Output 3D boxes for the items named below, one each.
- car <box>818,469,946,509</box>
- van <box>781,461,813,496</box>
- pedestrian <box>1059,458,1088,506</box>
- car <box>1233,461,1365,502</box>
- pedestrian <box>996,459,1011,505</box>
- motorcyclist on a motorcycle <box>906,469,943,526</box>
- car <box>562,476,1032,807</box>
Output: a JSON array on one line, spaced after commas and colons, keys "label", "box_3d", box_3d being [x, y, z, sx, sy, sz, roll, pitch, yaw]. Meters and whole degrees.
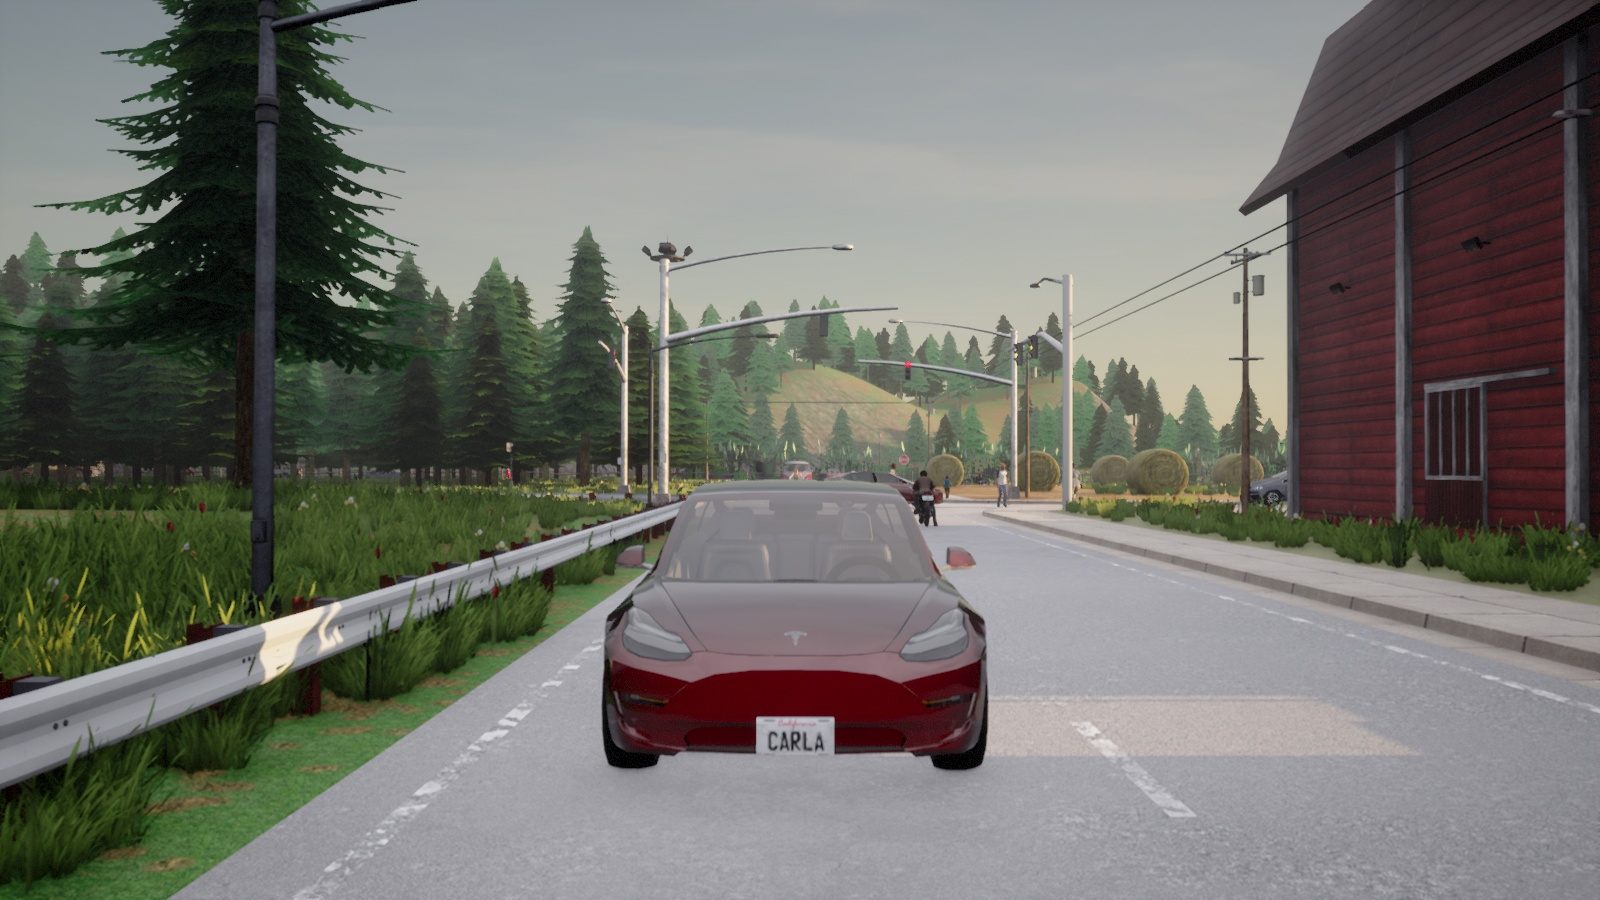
[{"label": "car", "box_3d": [3.132, 1.495, 48.737, 4.792, 1.488, 2.163, 0, -1, -1]}, {"label": "van", "box_3d": [-0.189, 1.630, 72.967, 1.775, 1.987, 4.442, 0, -1, 0]}, {"label": "pedestrian", "box_3d": [10.681, 1.261, 49.150, 0.874, 1.855, 0.900, 0, -1, -5]}, {"label": "car", "box_3d": [20.865, 1.310, 52.610, 4.611, 1.667, 2.242, 0, -1, -1]}, {"label": "pedestrian", "box_3d": [8.161, 1.288, 50.303, 0.354, 1.836, 0.706, 0, -1, -11]}, {"label": "motorcyclist on a motorcycle", "box_3d": [3.411, 1.283, 34.445, 0.797, 1.523, 2.044, 0, -1, 0]}, {"label": "car", "box_3d": [-0.022, 0.931, 8.192, 2.163, 1.488, 4.792, 0, -1, 0]}]
